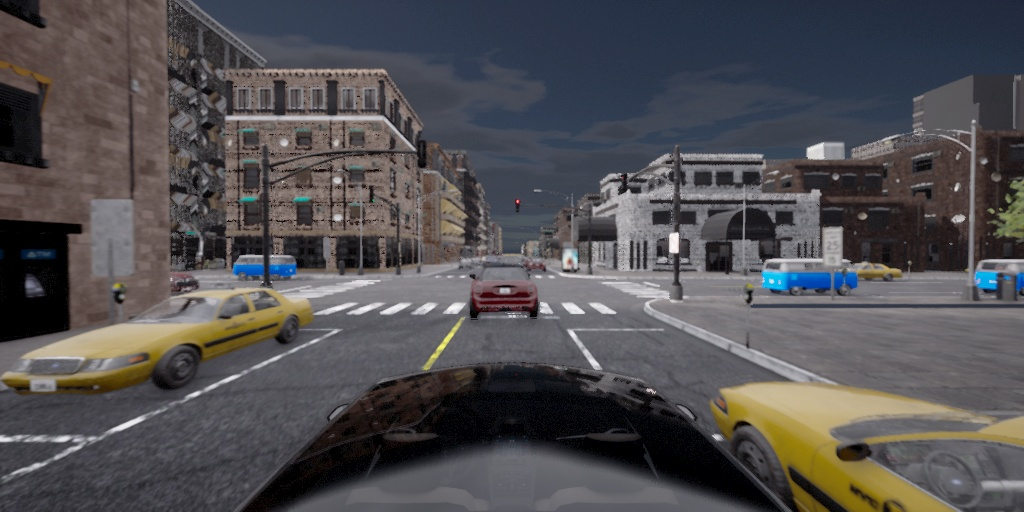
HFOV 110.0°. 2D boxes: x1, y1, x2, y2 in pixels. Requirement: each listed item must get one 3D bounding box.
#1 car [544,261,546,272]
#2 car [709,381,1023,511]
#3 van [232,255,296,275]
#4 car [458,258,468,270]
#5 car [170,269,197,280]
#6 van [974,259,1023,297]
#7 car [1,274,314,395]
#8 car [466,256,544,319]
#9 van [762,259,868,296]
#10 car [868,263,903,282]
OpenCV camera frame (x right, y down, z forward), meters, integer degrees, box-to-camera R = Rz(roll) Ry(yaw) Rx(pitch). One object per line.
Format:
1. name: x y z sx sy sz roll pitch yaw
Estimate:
1. car: 2.681 0.887 39.406 1.967 1.591 4.097 0 0 0
2. car: 2.691 1.279 1.410 1.751 1.417 4.829 0 0 0
3. van: -17.771 0.833 25.840 3.998 1.789 1.690 0 0 0
4. car: -5.701 0.956 45.089 2.007 1.370 4.403 0 0 0
5. car: -17.726 1.061 17.461 4.097 1.591 1.967 0 0 0
6. van: 25.695 1.053 17.795 3.998 1.789 1.690 0 0 0
7. car: -5.692 1.232 6.769 1.751 1.417 4.829 0 0 0
8. car: -0.420 1.011 12.564 2.097 1.767 4.553 0 0 -6
9. van: 14.652 1.025 17.710 3.998 1.789 1.690 0 0 0
10. car: 25.479 1.108 26.173 4.829 1.417 1.751 0 0 0
